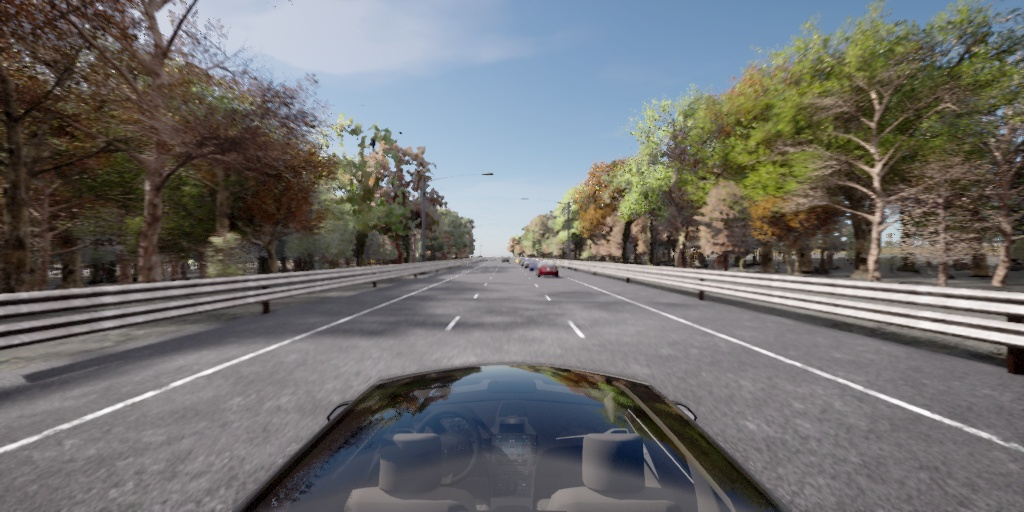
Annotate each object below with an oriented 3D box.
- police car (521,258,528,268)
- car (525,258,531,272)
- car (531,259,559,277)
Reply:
[{"bbox_3d":[2.943,1.243,56.773,2.038,1.542,4.974,0,0,-1],"label":"police car"},{"bbox_3d":[3.149,1.305,45.737,1.994,1.385,4.181,0,0,-1],"label":"car"},{"bbox_3d":[3.308,1.250,34.731,2.163,1.488,4.792,0,0,-1],"label":"car"}]
